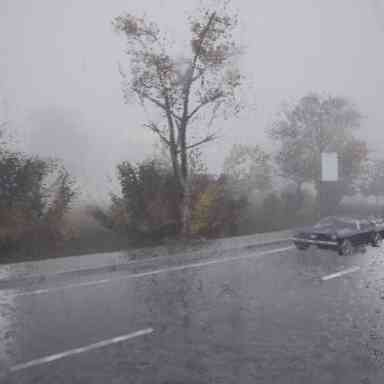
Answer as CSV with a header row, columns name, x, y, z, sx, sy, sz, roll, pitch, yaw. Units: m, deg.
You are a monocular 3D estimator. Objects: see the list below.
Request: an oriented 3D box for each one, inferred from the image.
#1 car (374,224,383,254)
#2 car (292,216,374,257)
name,x,y,z,sx,sy,sz,roll,pitch,yaw
car,8.146,1.255,10.631,5.566,2.045,2.150,0,-1,-41
car,6.041,1.668,13.445,4.718,1.301,1.895,0,-1,-41
